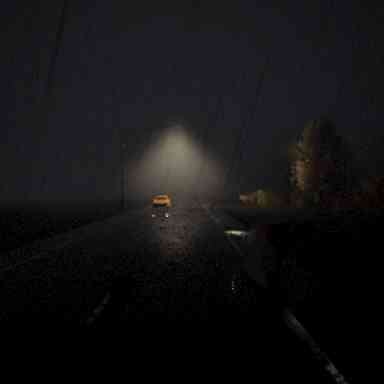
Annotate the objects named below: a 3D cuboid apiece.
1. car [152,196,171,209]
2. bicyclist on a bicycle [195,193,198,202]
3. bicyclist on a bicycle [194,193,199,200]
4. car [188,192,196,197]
[{"bbox_3d":[-3.584,1.219,39.642,1.882,1.535,5.008,0,0,0],"label":"car"},{"bbox_3d":[0.976,1.039,63.515,0.582,1.620,1.656,0,0,0],"label":"bicyclist on a bicycle"},{"bbox_3d":[0.982,0.960,73.016,0.866,1.612,1.509,0,0,0],"label":"bicyclist on a bicycle"},{"bbox_3d":[0.018,0.743,90.077,1.882,1.535,5.008,0,0,0],"label":"car"}]
